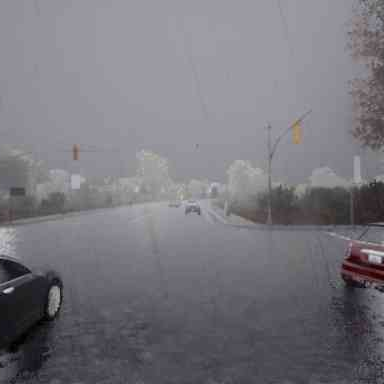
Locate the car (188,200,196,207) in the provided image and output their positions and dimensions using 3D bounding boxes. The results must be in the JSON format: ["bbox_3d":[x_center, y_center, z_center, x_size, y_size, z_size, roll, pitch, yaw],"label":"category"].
[{"bbox_3d":[0.037,2.425,73.037,1.837,1.490,4.892,0,-1,0],"label":"car"}]

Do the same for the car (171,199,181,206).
[{"bbox_3d":[-3.454,2.343,74.217,1.994,1.385,4.181,0,-1,1],"label":"car"}]

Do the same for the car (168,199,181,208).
[{"bbox_3d":[-3.494,2.377,64.190,1.994,1.385,4.181,0,-1,0],"label":"car"}]

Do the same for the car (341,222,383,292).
[{"bbox_3d":[5.890,1.452,7.838,4.553,1.767,2.097,0,0,-21],"label":"car"}]

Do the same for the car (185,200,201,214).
[{"bbox_3d":[0.099,2.079,43.602,1.812,1.442,4.674,0,-1,0],"label":"car"}]

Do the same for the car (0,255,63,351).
[{"bbox_3d":[-3.401,1.565,4.552,1.837,1.490,4.892,0,-1,0],"label":"car"}]
